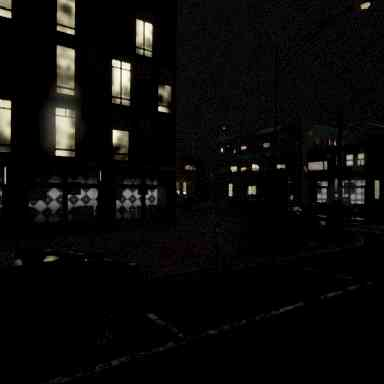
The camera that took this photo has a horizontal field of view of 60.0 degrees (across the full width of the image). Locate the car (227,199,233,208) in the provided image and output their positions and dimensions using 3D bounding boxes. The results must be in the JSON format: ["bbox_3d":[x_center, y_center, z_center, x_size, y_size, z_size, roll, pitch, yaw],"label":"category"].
[{"bbox_3d":[5.937,1.130,38.683,1.967,1.590,4.097,1,0,-36],"label":"car"}]

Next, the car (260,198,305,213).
[{"bbox_3d":[9.225,1.340,34.216,1.802,1.307,4.206,1,0,-36],"label":"car"}]

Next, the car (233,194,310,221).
[{"bbox_3d":[5.774,1.101,24.781,2.192,1.841,5.009,1,0,-36],"label":"car"}]

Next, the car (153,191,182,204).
[{"bbox_3d":[-3.927,0.793,52.077,2.192,1.841,5.009,1,0,-36],"label":"car"}]

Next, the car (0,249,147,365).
[{"bbox_3d":[-2.722,1.566,4.613,4.313,1.339,1.947,0,0,-36],"label":"car"}]

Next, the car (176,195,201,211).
[{"bbox_3d":[-0.812,1.231,33.712,1.802,1.307,4.206,1,0,-36],"label":"car"}]

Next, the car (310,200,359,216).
[{"bbox_3d":[12.515,1.371,29.752,1.887,1.381,4.507,1,0,-36],"label":"car"}]

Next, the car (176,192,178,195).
[{"bbox_3d":[-0.643,1.101,47.613,2.008,1.369,4.403,1,0,-36],"label":"car"}]
